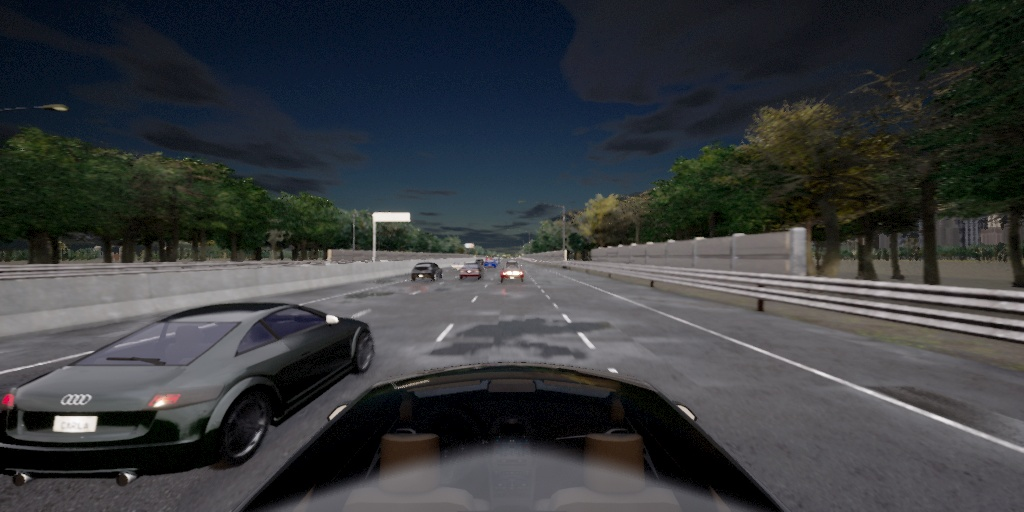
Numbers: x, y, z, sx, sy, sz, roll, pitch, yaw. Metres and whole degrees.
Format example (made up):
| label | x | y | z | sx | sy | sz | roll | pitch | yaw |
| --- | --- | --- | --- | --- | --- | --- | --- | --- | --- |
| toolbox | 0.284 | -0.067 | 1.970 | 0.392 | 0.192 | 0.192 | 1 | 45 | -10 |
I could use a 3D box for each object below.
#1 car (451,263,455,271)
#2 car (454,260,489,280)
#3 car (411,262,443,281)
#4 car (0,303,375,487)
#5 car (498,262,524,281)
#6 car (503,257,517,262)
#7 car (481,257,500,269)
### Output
| label | x | y | z | sx | sy | sz | roll | pitch | yaw |
| --- | --- | --- | --- | --- | --- | --- | --- | --- | --- |
| car | -6.981 | 1.391 | 48.894 | 1.895 | 1.301 | 4.718 | 0 | 0 | 0 |
| car | -3.485 | 1.320 | 31.868 | 2.033 | 1.411 | 5.357 | 0 | 0 | 0 |
| car | -6.989 | 1.278 | 29.911 | 1.837 | 1.490 | 4.892 | 0 | 0 | 0 |
| car | -3.498 | 1.316 | 4.879 | 1.994 | 1.385 | 4.181 | 0 | 0 | 0 |
| car | 0.011 | 1.371 | 29.854 | 1.895 | 1.301 | 4.718 | 0 | 0 | 0 |
| car | 0.020 | 1.274 | 54.848 | 1.882 | 1.535 | 5.008 | 0 | 0 | 0 |
| car | -3.477 | 1.279 | 58.872 | 1.882 | 1.535 | 5.008 | 0 | 0 | 0 |
